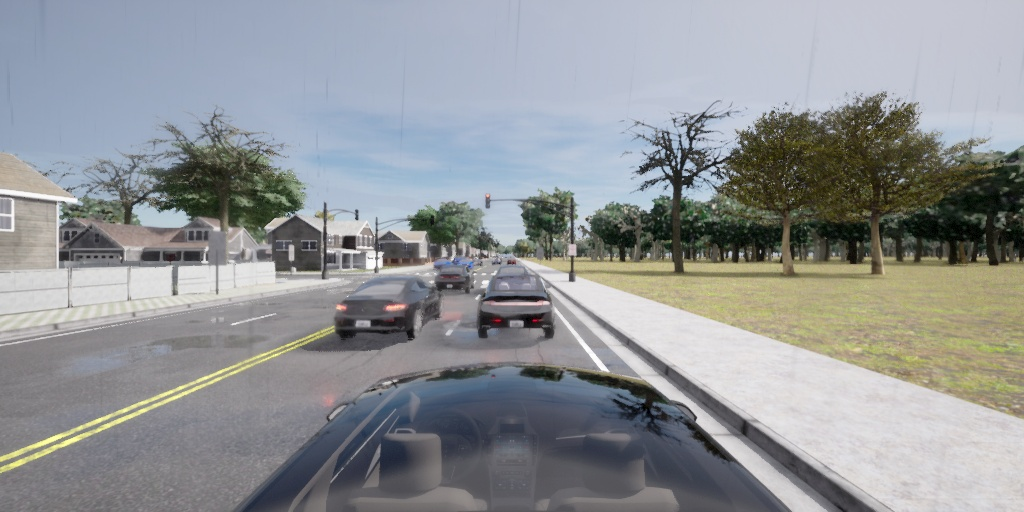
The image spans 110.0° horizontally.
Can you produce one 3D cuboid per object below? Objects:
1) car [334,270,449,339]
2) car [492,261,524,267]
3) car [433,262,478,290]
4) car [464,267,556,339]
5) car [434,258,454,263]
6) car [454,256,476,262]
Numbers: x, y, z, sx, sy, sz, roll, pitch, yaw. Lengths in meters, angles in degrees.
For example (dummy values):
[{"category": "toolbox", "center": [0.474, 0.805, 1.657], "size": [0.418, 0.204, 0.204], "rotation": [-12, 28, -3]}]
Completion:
[{"category": "car", "center": [-3.155, 1.274, 9.907], "size": [1.812, 1.442, 4.674], "rotation": [0, 0, 0]}, {"category": "car", "center": [0.030, 1.225, 19.540], "size": [1.882, 1.535, 5.008], "rotation": [0, 0, 0]}, {"category": "car", "center": [-3.153, 1.252, 20.208], "size": [1.837, 1.490, 4.892], "rotation": [0, 0, -1]}, {"category": "car", "center": [0.095, 1.240, 10.084], "size": [2.128, 1.511, 4.902], "rotation": [0, 0, 0]}, {"category": "car", "center": [-9.882, 1.207, 50.938], "size": [1.882, 1.535, 5.008], "rotation": [0, 0, 0]}, {"category": "car", "center": [-6.630, 1.206, 51.065], "size": [1.882, 1.535, 5.008], "rotation": [0, 0, 0]}]
